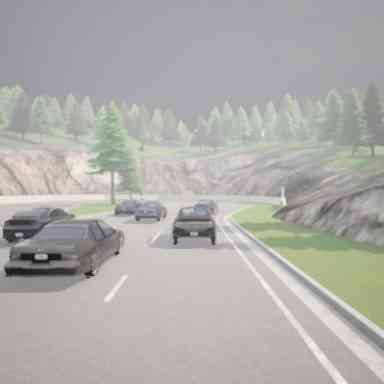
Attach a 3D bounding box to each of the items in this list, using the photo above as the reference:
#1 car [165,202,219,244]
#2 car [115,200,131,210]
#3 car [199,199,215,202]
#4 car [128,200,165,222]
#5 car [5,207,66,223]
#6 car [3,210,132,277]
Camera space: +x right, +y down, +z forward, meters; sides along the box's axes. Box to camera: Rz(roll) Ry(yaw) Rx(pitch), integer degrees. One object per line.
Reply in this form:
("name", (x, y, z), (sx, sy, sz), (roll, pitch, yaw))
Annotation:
("car", (0.106, 1.442, 15.623), (2.128, 1.511, 4.902), (0, 0, 0))
("car", (-5.712, 1.465, 31.598), (1.994, 1.385, 4.181), (0, 0, 12))
("car", (1.425, 1.426, 31.822), (1.812, 1.442, 4.674), (0, 0, 13))
("car", (-3.089, 1.467, 25.889), (2.033, 1.411, 5.357), (0, 0, 4))
("car", (-6.894, 1.456, 15.732), (1.837, 1.490, 4.892), (0, 0, 0))
("car", (-3.419, 1.516, 10.074), (2.033, 1.411, 5.357), (0, 0, 0))
